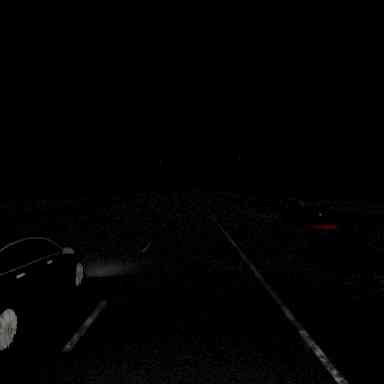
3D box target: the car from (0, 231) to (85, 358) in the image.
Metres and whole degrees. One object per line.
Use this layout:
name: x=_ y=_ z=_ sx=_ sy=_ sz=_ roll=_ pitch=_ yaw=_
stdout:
car: x=-3.403 y=1.462 z=5.872 sx=1.837 sy=1.490 sz=4.892 roll=0 pitch=0 yaw=0

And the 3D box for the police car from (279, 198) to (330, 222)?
police car: x=8.223 y=1.294 z=25.014 sx=1.930 sy=1.638 sz=5.238 roll=0 pitch=0 yaw=-10
